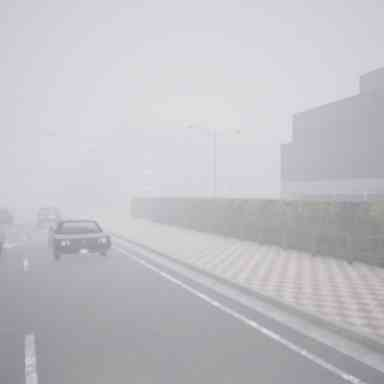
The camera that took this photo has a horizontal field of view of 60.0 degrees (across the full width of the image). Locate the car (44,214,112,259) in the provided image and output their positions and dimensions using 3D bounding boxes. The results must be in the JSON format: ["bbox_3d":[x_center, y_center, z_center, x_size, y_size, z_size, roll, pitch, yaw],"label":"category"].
[{"bbox_3d":[-4.651,1.743,13.291,1.895,1.301,4.718,0,-1,-27],"label":"car"}]

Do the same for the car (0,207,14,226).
[{"bbox_3d":[-14.732,1.828,25.328,1.994,1.385,4.181,0,-1,-27],"label":"car"}]

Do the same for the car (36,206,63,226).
[{"bbox_3d":[-11.138,1.823,26.096,2.033,1.411,5.357,0,-1,-26],"label":"car"}]

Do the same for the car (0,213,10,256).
[{"bbox_3d":[-7.873,1.688,11.914,1.994,1.385,4.181,0,-1,-26],"label":"car"}]
